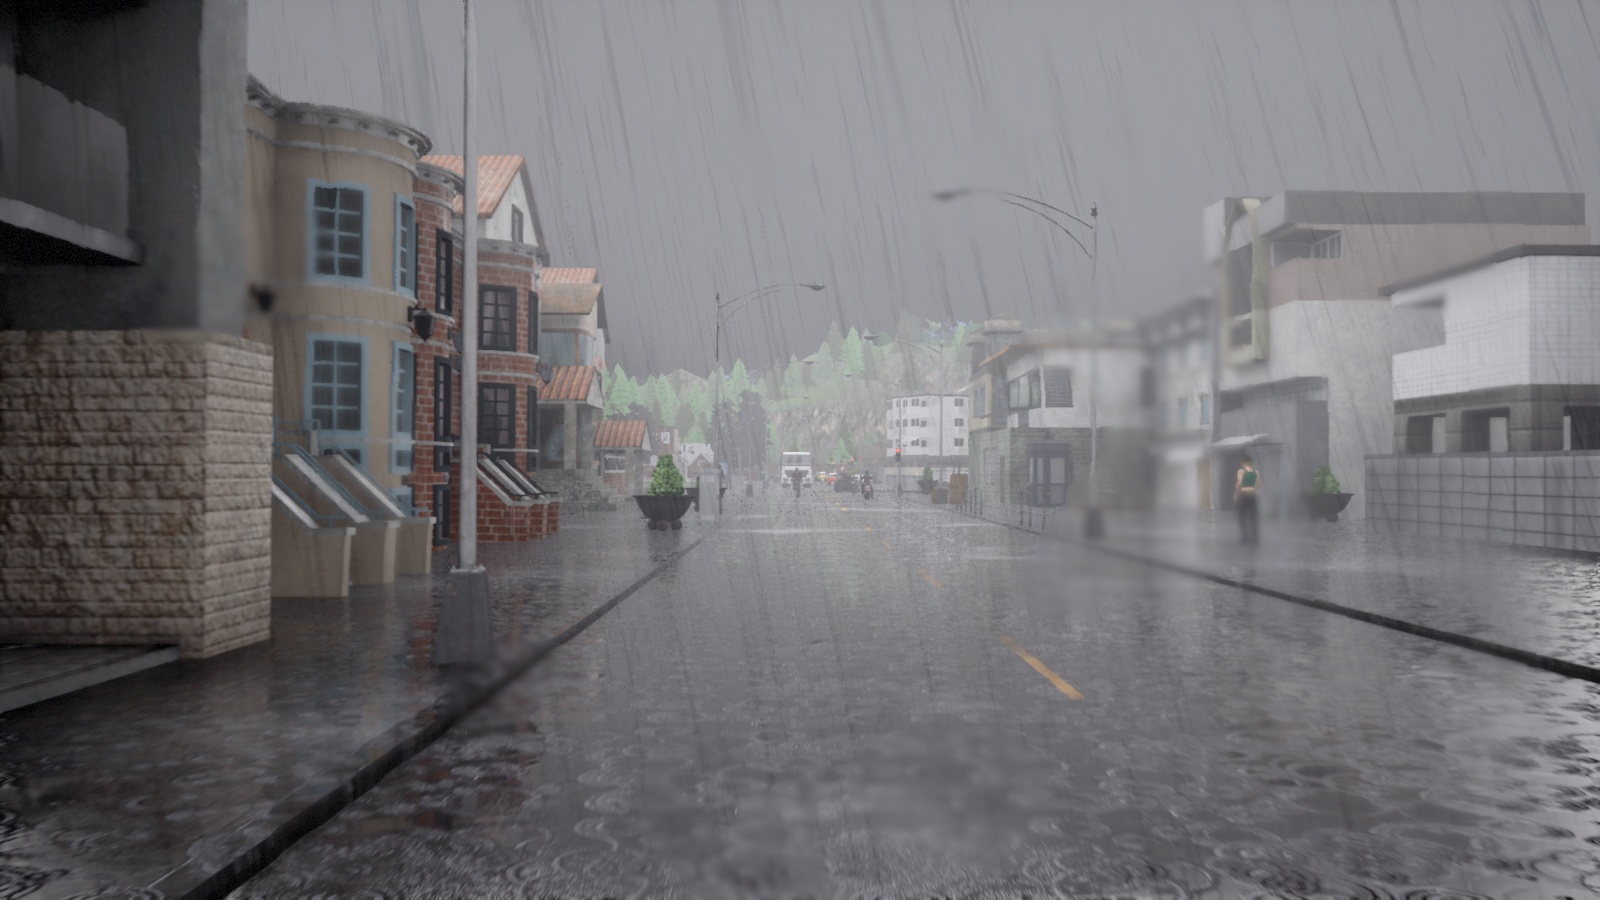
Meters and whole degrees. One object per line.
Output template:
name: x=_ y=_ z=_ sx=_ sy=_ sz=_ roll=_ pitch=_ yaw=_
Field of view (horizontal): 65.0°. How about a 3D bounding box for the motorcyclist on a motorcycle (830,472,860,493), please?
motorcyclist on a motorcycle: x=3.285 y=2.366 z=91.388 sx=2.191 sy=1.530 sz=0.866 roll=1 pitch=0 yaw=-39
